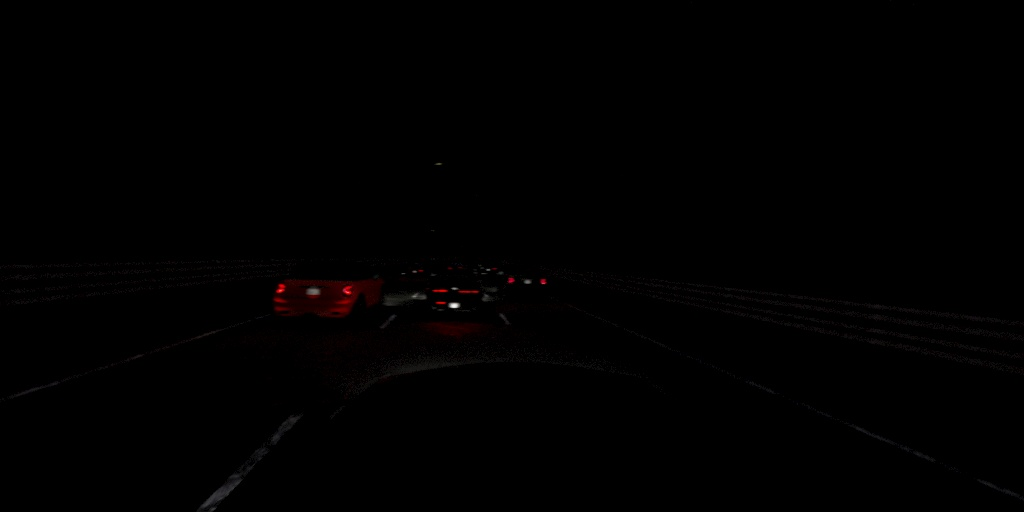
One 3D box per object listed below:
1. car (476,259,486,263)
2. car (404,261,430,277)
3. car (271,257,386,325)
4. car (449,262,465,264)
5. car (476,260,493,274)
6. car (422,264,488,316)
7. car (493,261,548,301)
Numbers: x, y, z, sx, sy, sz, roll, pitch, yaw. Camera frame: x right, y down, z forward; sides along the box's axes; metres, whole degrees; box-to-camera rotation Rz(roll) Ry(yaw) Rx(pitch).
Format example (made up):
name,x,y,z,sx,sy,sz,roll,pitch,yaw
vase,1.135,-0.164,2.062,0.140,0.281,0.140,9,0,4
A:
name,x,y,z,sx,sy,sz,roll,pitch,yaw
car,-4.427,1.534,54.643,1.837,1.490,4.892,3,-1,-7
car,-8.572,1.142,32.767,1.812,1.442,4.674,3,0,-8
car,-5.293,0.919,11.046,2.097,1.767,4.553,3,-1,-9
car,-5.208,1.266,33.973,1.882,1.535,5.008,3,0,-8
car,-2.909,1.548,42.371,1.994,1.385,4.181,3,-1,-7
car,-2.128,1.241,13.308,1.837,1.490,4.892,3,0,-9
car,0.419,1.257,19.050,2.097,1.767,4.553,3,-1,-9
